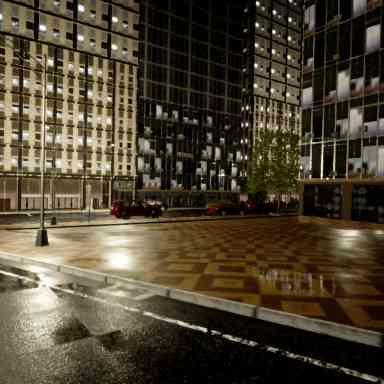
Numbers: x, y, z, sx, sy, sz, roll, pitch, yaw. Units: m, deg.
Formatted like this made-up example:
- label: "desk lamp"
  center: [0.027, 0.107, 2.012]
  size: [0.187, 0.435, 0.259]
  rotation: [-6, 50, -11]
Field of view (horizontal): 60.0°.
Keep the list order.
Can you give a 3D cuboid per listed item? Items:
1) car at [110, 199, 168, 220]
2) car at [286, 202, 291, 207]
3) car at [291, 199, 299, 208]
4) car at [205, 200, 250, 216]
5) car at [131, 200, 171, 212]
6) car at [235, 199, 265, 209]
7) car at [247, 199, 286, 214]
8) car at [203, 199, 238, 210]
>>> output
- label: "car"
  center: [-5.286, 1.642, 31.556]
  size: [5.009, 1.841, 2.192]
  rotation: [1, 1, -34]
- label: "car"
  center: [13.608, 1.931, 54.107]
  size: [4.206, 1.307, 1.802]
  rotation: [1, 1, -34]
- label: "car"
  center: [18.280, 1.961, 57.317]
  size: [4.313, 1.339, 1.947]
  rotation: [1, 1, -34]
- label: "car"
  center: [4.052, 1.963, 37.981]
  size: [4.507, 1.381, 1.887]
  rotation: [1, 1, -34]
- label: "car"
  center: [-5.080, 1.716, 41.264]
  size: [4.403, 1.369, 2.008]
  rotation: [1, 1, -34]
- label: "car"
  center: [8.936, 1.869, 50.896]
  size: [4.313, 1.339, 1.947]
  rotation: [1, 1, -34]
- label: "car"
  center: [8.729, 1.780, 41.187]
  size: [5.009, 1.841, 2.192]
  rotation: [1, 1, -34]
- label: "car"
  center: [4.124, 1.781, 47.589]
  size: [4.829, 1.417, 1.752]
  rotation: [1, 1, -34]
